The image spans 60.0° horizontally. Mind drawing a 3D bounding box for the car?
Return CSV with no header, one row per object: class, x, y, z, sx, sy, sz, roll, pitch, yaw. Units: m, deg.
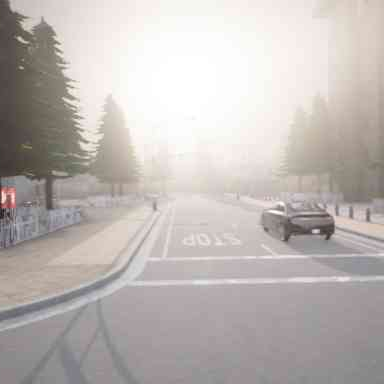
car,4.247,1.115,14.085,2.128,1.511,4.902,-1,1,-2
